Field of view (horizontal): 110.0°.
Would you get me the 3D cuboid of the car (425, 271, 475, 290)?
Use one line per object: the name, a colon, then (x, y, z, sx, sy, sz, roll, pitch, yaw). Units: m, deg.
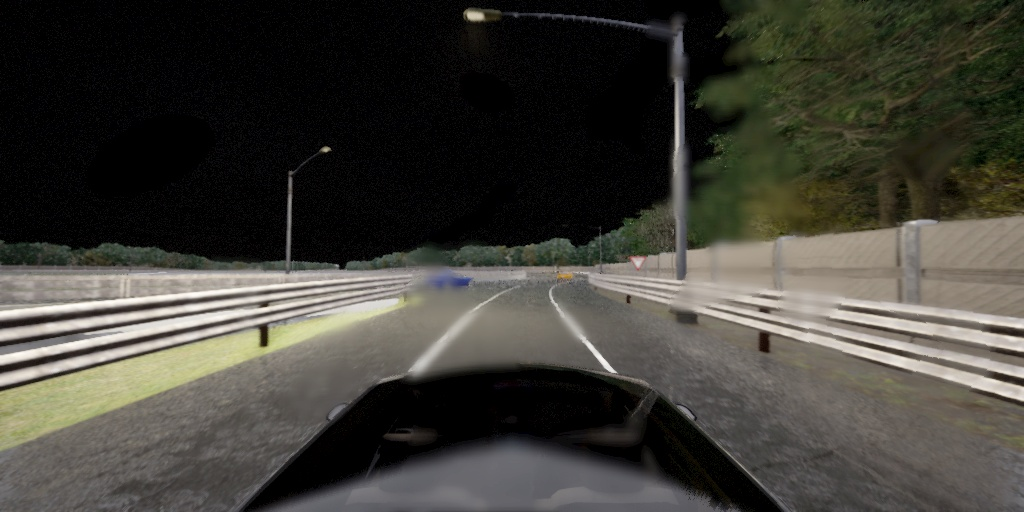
car: (-5.263, 2.103, 31.218, 1.882, 1.535, 5.008, -1, -2, 34)

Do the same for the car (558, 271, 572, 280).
car: (8.965, 3.276, 60.326, 1.882, 1.535, 5.008, 0, -2, 18)
